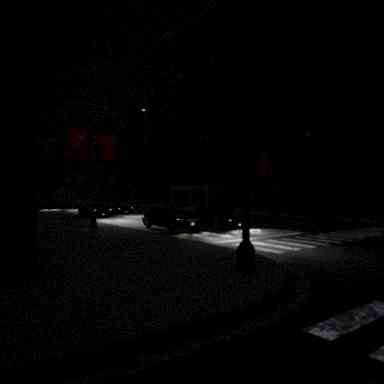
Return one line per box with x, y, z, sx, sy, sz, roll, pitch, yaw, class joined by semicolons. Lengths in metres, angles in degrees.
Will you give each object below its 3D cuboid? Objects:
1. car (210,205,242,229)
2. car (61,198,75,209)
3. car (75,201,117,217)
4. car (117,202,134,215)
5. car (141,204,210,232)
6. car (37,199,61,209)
1.453;1.599;22.337;2.033;1.411;5.357;0;0;-33;car
-18.582;1.711;50.303;2.128;1.511;4.902;0;0;-36;car
-9.202;1.701;31.529;1.895;1.301;4.718;0;0;-36;car
-7.891;1.714;35.276;1.895;1.301;4.718;0;0;-36;car
-1.387;1.540;20.661;2.128;1.511;4.902;0;0;-36;car
-21.079;1.724;48.203;2.033;1.411;5.357;0;0;-36;car
